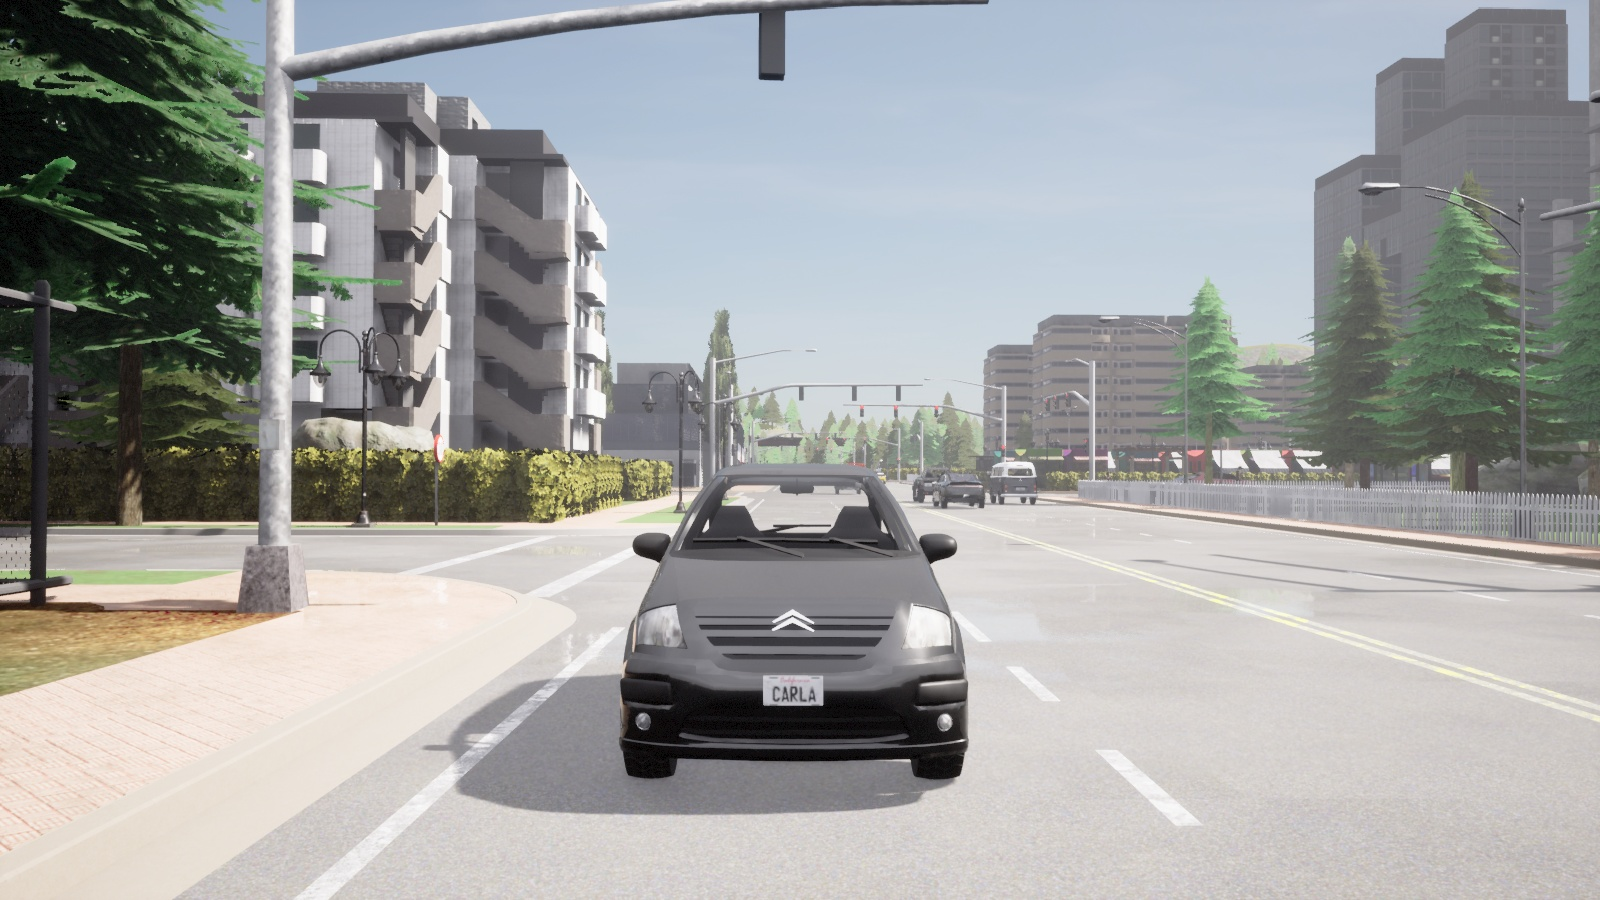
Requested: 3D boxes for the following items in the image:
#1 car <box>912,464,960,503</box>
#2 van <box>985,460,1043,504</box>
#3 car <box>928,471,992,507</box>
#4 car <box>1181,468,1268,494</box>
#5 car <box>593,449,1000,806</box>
[{"bbox_3d":[6.823,1.668,63.518,1.932,1.855,4.605,0,-1,0],"label":"car"},{"bbox_3d":[10.331,1.517,60.932,2.069,2.038,4.480,0,-1,0],"label":"van"},{"bbox_3d":[6.852,1.653,54.297,2.128,1.511,4.902,0,-1,0],"label":"car"},{"bbox_3d":[27.160,1.983,80.398,4.856,1.649,2.033,0,-1,-2],"label":"car"},{"bbox_3d":[-0.023,0.842,7.724,1.851,1.617,3.988,0,-1,0],"label":"car"}]
